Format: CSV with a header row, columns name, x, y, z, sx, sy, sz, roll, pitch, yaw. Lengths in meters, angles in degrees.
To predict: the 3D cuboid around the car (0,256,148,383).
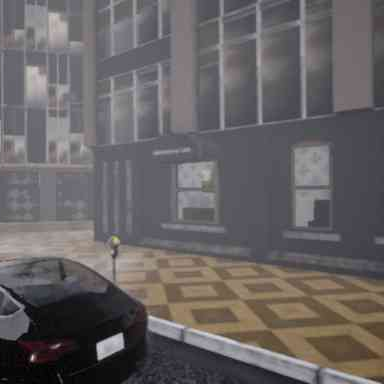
name,x,y,z,sx,sy,sz,roll,pitch,yaw
car,-2.501,1.560,4.508,4.313,1.339,1.947,0,0,35
